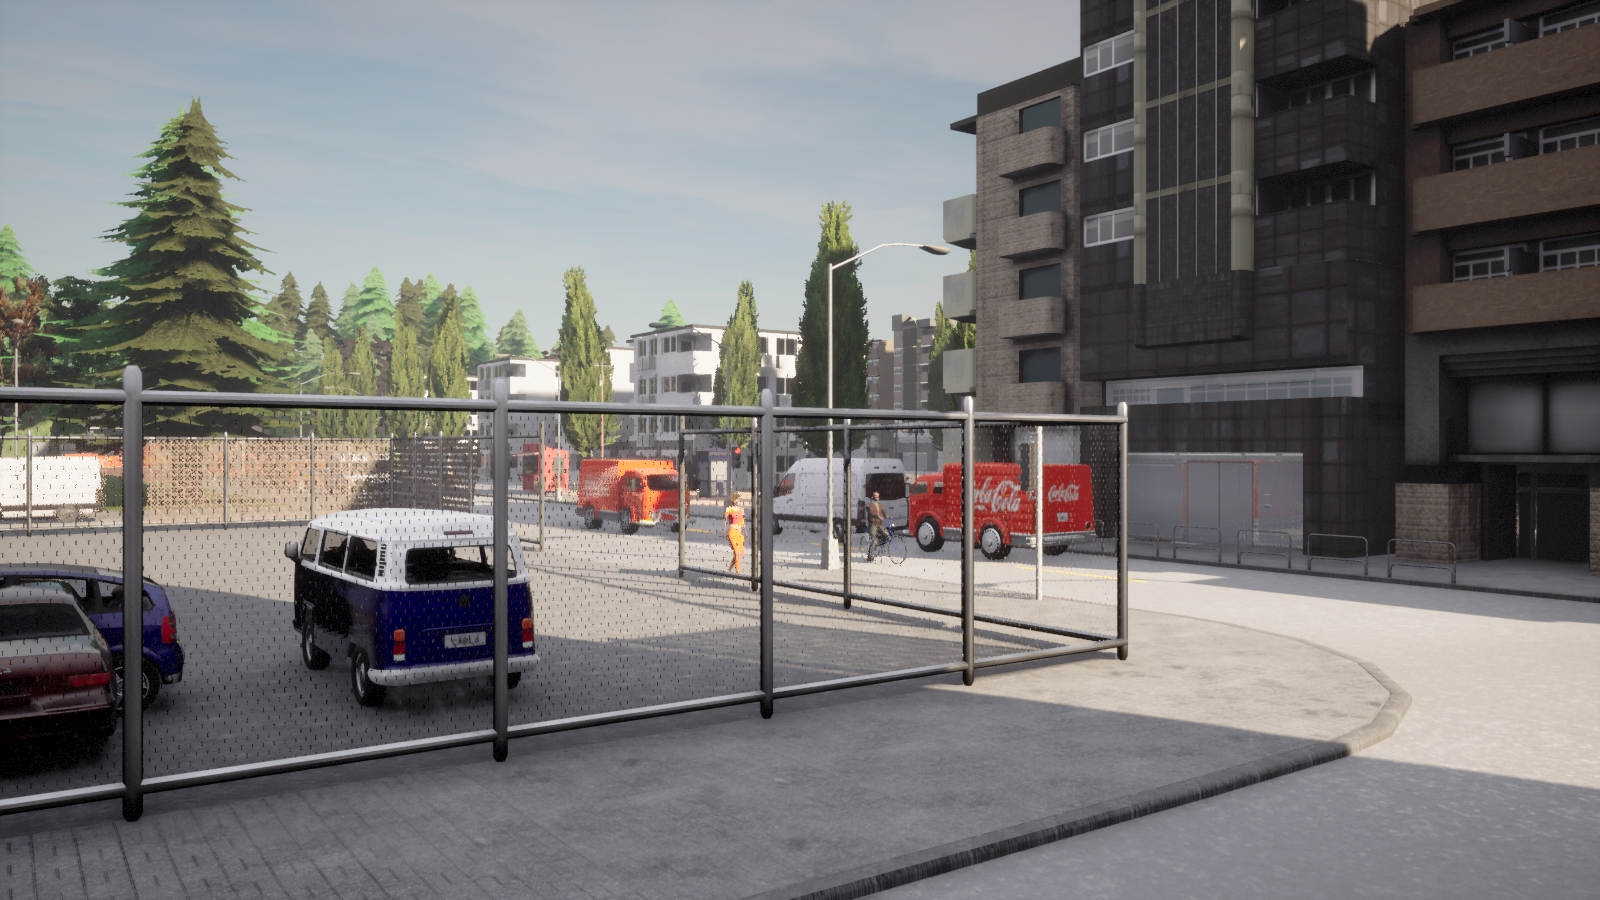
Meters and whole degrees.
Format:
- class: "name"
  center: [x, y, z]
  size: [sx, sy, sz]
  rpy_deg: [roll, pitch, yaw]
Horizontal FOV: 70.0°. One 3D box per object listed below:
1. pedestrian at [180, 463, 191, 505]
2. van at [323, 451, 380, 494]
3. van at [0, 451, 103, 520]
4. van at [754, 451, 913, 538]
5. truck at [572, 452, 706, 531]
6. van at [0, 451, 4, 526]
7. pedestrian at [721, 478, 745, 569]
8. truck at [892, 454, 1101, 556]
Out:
- class: "pedestrian"
  center: [-27.798, 1.526, 51.700]
  size: [0.375, 1.860, 0.375]
  rpy_deg: [0, 0, -35]
- class: "van"
  center: [-27.847, 1.314, 70.790]
  size: [1.988, 2.561, 5.915]
  rpy_deg: [0, 0, -35]
- class: "van"
  center: [-29.996, 1.314, 43.421]
  size: [5.915, 2.561, 1.988]
  rpy_deg: [0, 0, -34]
- class: "van"
  center: [0.943, 1.314, 36.724]
  size: [1.988, 2.561, 5.915]
  rpy_deg: [0, 0, -35]
- class: "truck"
  center: [-5.645, 1.339, 39.497]
  size: [2.627, 2.467, 5.204]
  rpy_deg: [0, 1, -33]
- class: "van"
  center: [-30.384, 1.314, 38.452]
  size: [5.915, 2.561, 1.988]
  rpy_deg: [0, 0, -35]
- class: "pedestrian"
  center: [-1.399, 1.524, 23.884]
  size: [0.375, 1.860, 0.375]
  rpy_deg: [0, 0, -35]
- class: "truck"
  center: [5.157, 1.349, 30.740]
  size: [2.627, 2.467, 5.204]
  rpy_deg: [0, 0, -35]
